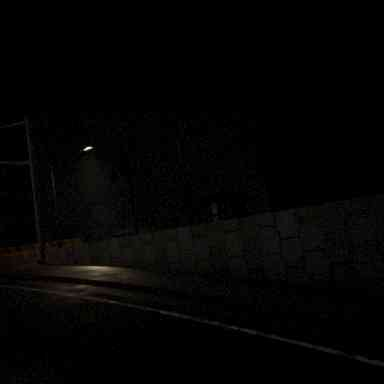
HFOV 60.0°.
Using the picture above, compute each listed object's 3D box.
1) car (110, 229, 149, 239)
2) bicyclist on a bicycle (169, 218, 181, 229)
[{"bbox_3d":[-5.933,4.474,33.076,2.128,1.511,4.902,-13,-8,35],"label":"car"},{"bbox_3d":[-1.354,2.914,27.282,1.656,1.620,0.582,-14,-8,35],"label":"bicyclist on a bicycle"}]
